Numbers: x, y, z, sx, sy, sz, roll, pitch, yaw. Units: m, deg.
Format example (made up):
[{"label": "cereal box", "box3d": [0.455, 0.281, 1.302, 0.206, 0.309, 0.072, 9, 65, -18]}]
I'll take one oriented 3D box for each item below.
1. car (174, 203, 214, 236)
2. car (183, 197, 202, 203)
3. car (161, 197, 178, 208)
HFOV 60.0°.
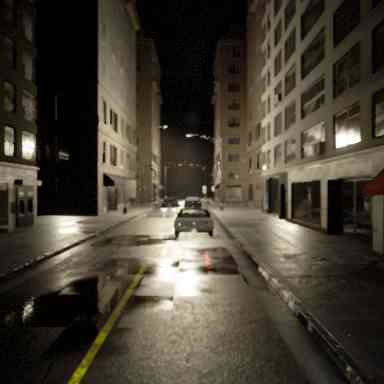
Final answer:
[{"label": "car", "box3d": [0.096, 1.478, 17.543, 1.895, 1.301, 4.718, 0, 0, 0]}, {"label": "car", "box3d": [0.091, 1.252, 36.285, 2.128, 1.511, 4.902, 0, 0, 0]}, {"label": "car", "box3d": [-2.761, 1.290, 42.610, 1.994, 1.385, 4.181, 0, 0, 0]}]
